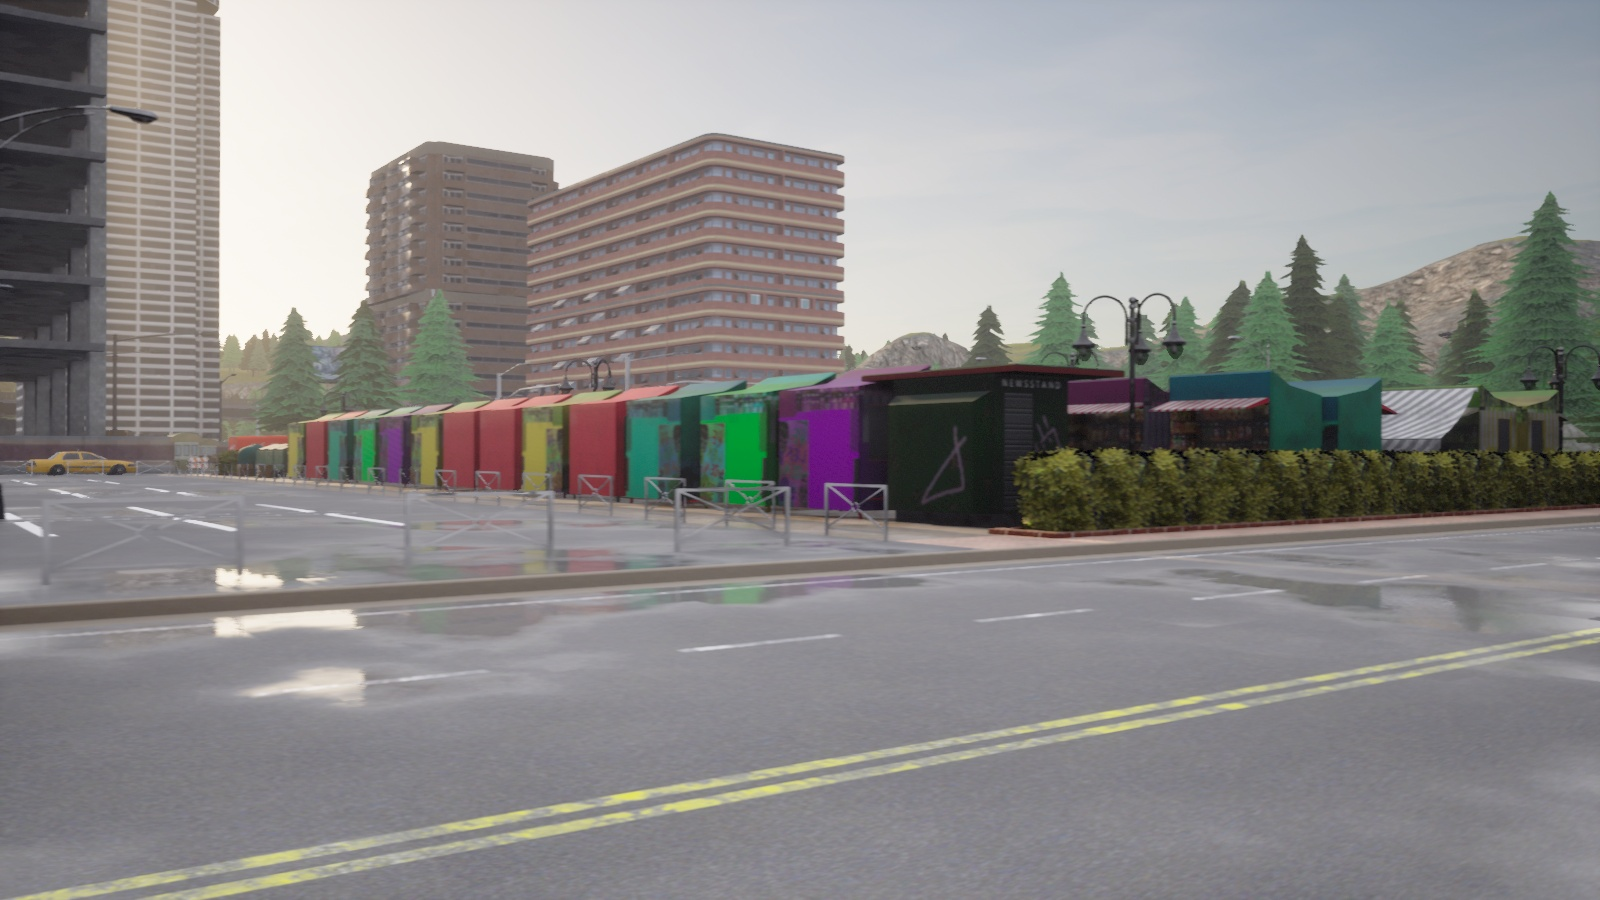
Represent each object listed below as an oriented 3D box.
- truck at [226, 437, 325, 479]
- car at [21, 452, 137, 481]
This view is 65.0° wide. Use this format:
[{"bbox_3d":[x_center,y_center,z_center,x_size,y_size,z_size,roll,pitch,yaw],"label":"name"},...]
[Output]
[{"bbox_3d":[-32.799,0.479,78.628,5.204,2.467,2.627,-1,1,-37],"label":"truck"},{"bbox_3d":[-39.637,0.882,69.151,5.366,1.575,1.801,0,0,-37],"label":"car"}]
